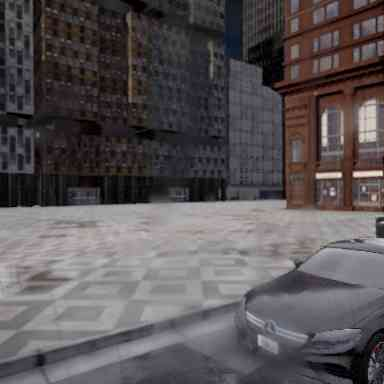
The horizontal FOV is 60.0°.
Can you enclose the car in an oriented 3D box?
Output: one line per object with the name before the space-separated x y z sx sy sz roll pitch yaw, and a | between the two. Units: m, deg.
car | 2.780 1.511 5.236 4.674 1.442 1.812 0 0 -36
